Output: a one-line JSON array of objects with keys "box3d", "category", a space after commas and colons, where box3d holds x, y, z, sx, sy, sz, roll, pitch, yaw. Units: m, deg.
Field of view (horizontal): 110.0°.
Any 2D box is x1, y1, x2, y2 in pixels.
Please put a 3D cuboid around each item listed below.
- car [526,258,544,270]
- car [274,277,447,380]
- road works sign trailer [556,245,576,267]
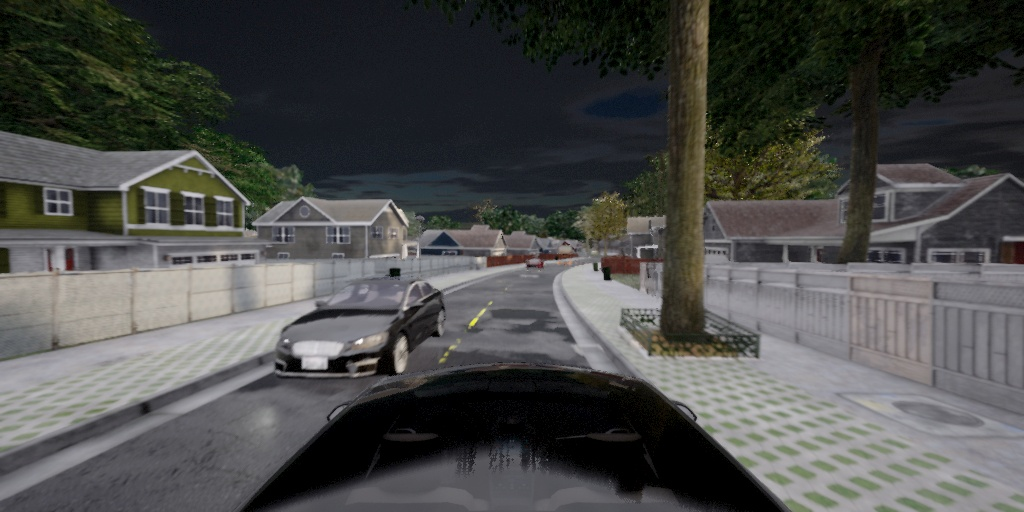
[{"box3d": [3.233, 1.042, 49.769, 1.882, 1.535, 5.008, 1, 1, 14], "category": "car"}, {"box3d": [-2.668, 1.226, 7.458, 2.128, 1.511, 4.902, 0, 0, 2], "category": "car"}, {"box3d": [8.920, -0.035, 60.174, 2.380, 3.560, 2.880, 0, 0, 20], "category": "road works sign trailer"}]
